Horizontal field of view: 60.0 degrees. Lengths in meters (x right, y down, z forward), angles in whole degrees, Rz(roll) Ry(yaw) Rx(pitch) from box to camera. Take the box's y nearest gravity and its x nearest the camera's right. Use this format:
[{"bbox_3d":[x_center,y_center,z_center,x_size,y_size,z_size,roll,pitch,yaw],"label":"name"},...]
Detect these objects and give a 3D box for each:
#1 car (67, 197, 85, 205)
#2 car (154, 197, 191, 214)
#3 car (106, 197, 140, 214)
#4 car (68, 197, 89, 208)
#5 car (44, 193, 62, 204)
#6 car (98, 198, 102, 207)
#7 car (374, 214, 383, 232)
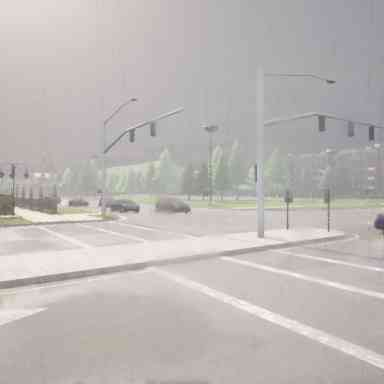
[{"bbox_3d":[-21.629,1.564,61.905,1.994,1.385,4.181,0,0,-35],"label":"car"},{"bbox_3d":[-2.067,1.351,34.883,2.097,1.767,4.553,0,0,-36],"label":"car"},{"bbox_3d":[-7.299,1.506,36.005,1.837,1.490,4.892,0,0,-35],"label":"car"},{"bbox_3d":[-16.800,1.601,49.205,1.895,1.301,4.718,0,0,-36],"label":"car"},{"bbox_3d":[-26.044,1.221,62.059,2.150,2.045,5.566,0,0,-36],"label":"car"},{"bbox_3d":[-12.196,1.491,48.824,2.128,1.511,4.902,0,0,-36],"label":"car"},{"bbox_3d":[11.463,1.525,16.268,1.812,1.442,4.674,0,0,-36],"label":"car"}]
